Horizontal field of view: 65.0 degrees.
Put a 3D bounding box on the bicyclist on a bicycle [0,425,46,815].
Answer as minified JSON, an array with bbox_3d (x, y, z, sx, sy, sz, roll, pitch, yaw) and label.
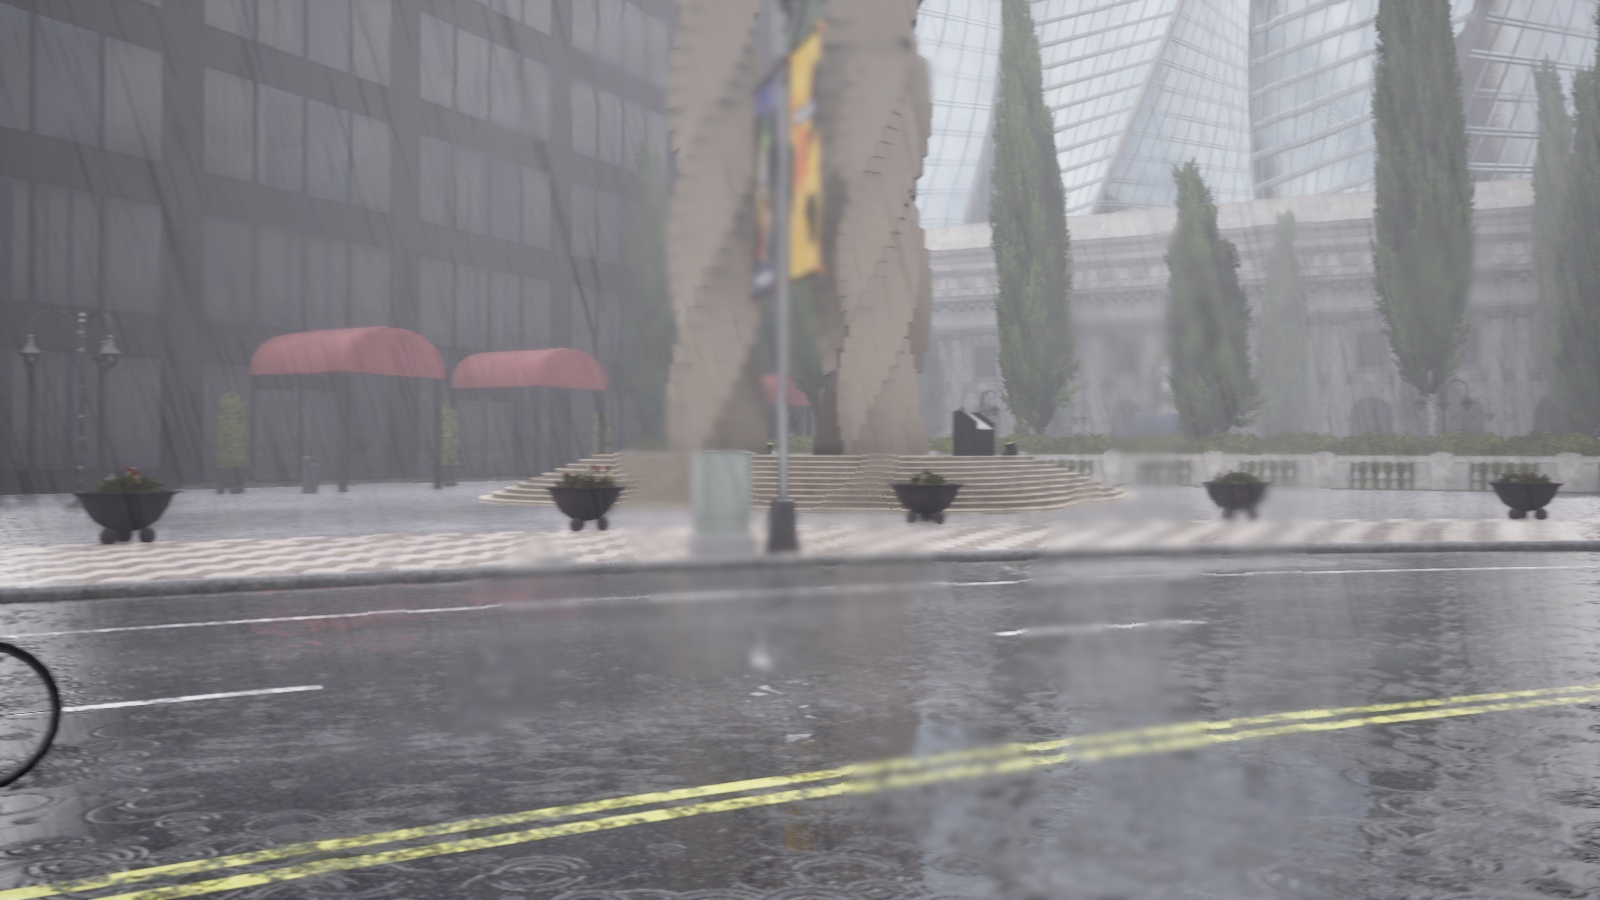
[{"bbox_3d":[-4.041,0.709,5.096,1.656,1.620,0.582,0,0,-33],"label":"bicyclist on a bicycle"}]
